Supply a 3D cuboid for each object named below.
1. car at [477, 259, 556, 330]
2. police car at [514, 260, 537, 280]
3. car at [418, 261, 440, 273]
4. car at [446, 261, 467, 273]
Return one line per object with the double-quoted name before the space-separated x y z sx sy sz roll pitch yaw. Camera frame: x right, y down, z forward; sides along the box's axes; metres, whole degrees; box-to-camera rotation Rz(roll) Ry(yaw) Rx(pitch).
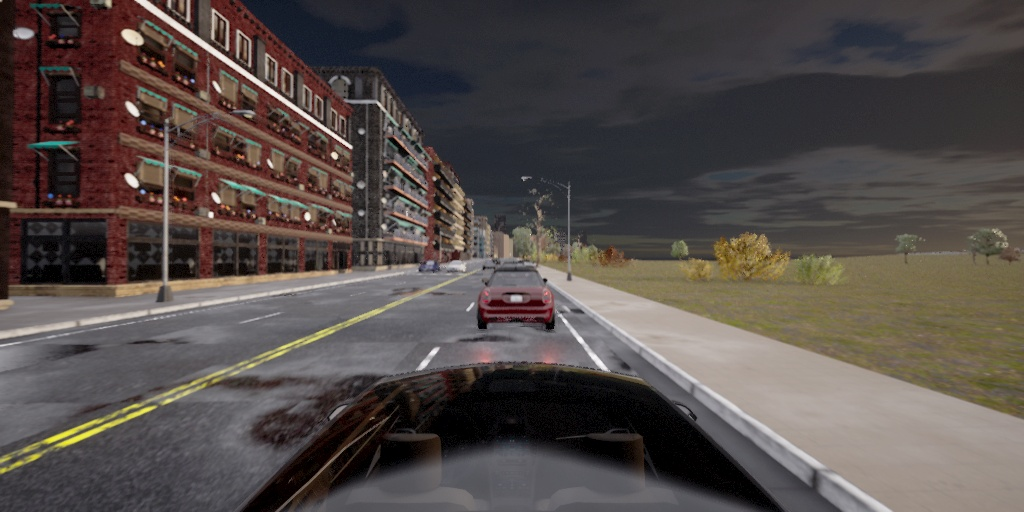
"car" 0.096 1.105 11.310 2.097 1.767 4.553 0 0 0
"police car" 1.141 1.183 32.878 1.930 1.638 5.238 0 0 0
"car" -9.829 1.284 42.801 1.812 1.442 4.674 0 0 0
"car" -6.582 1.284 42.823 1.812 1.442 4.674 0 0 0
